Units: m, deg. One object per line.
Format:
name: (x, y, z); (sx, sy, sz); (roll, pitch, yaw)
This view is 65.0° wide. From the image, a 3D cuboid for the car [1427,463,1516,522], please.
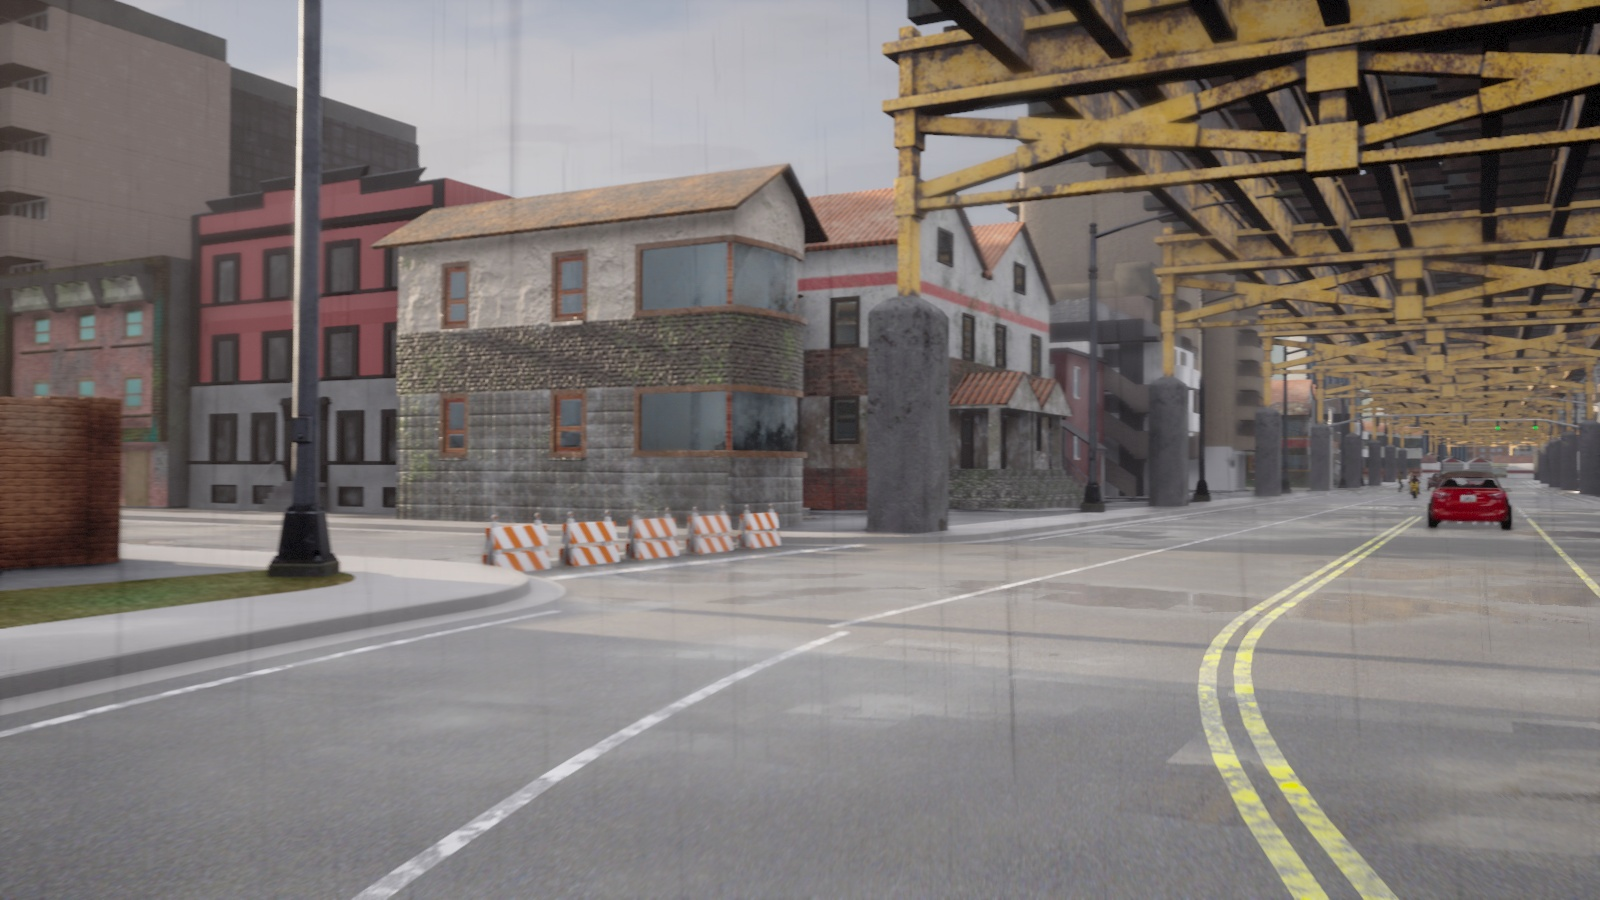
car: (20.396, 1.247, 38.145); (2.242, 1.667, 4.611); (-1, -1, 29)
